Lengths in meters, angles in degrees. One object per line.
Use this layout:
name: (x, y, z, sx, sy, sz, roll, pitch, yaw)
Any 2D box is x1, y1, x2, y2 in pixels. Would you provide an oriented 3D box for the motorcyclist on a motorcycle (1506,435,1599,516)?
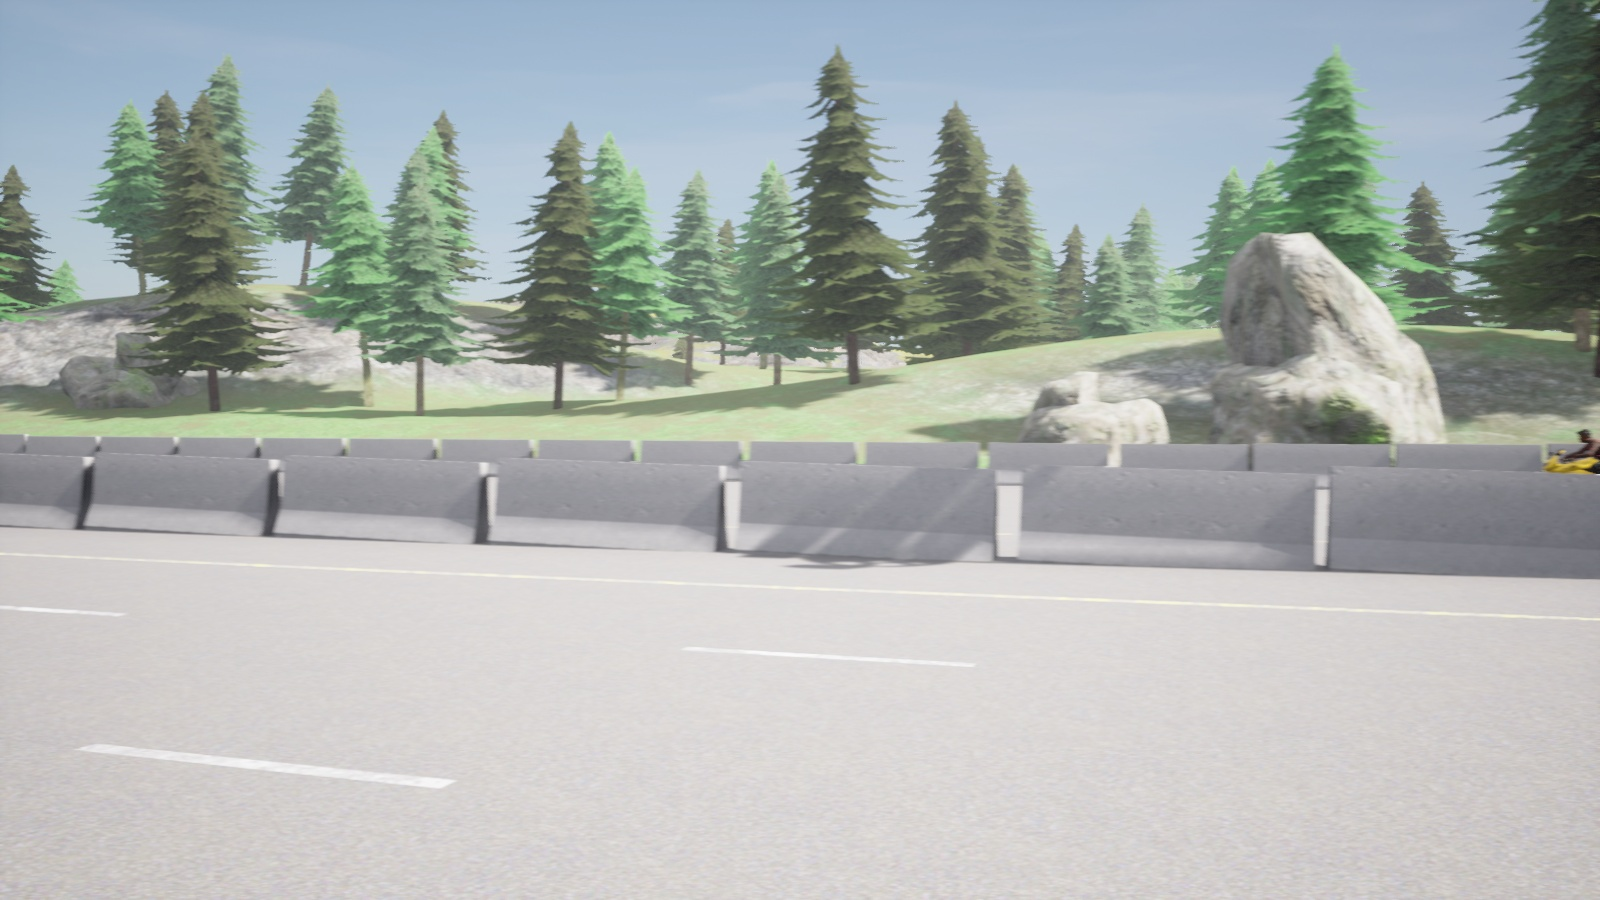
motorcyclist on a motorcycle: (14.769, 0.472, 24.071, 2.044, 1.523, 0.797, 0, 1, 19)
